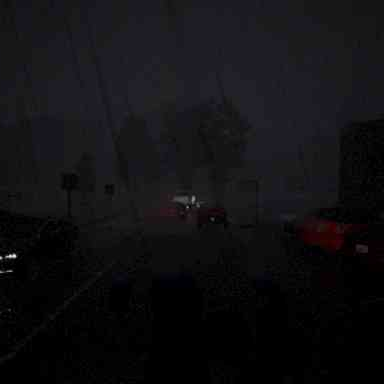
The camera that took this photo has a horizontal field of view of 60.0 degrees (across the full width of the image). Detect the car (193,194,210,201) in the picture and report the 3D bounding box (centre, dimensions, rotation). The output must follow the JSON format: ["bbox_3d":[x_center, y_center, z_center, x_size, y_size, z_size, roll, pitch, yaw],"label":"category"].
[{"bbox_3d":[1.374,1.250,35.415,1.812,1.442,4.674,0,2,4],"label":"car"}]

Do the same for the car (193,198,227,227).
[{"bbox_3d":[1.224,1.437,22.159,1.882,1.535,5.008,0,0,0],"label":"car"}]

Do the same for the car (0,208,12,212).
[{"bbox_3d":[-10.605,1.475,16.279,5.008,1.535,2.097,-1,0,-18],"label":"car"}]

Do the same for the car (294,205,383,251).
[{"bbox_3d":[6.358,1.322,12.009,4.553,1.767,2.185,1,0,-20],"label":"car"}]

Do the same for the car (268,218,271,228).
[{"bbox_3d":[6.362,1.476,17.916,4.674,1.452,2.002,1,0,-20],"label":"car"}]

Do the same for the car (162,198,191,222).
[{"bbox_3d":[-1.313,1.495,26.099,2.033,1.411,5.357,0,0,0],"label":"car"}]

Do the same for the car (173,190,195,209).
[{"bbox_3d":[-0.837,0.784,39.180,2.150,2.045,5.566,0,2,8],"label":"car"}]

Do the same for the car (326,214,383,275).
[{"bbox_3d":[6.423,1.483,9.078,4.792,1.488,2.163,1,0,-20],"label":"car"}]

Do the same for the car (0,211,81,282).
[{"bbox_3d":[-4.826,1.476,9.746,2.128,1.511,4.902,0,0,1],"label":"car"}]

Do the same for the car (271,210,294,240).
[{"bbox_3d":[6.348,1.471,14.954,4.792,1.488,2.163,1,0,-20],"label":"car"}]
